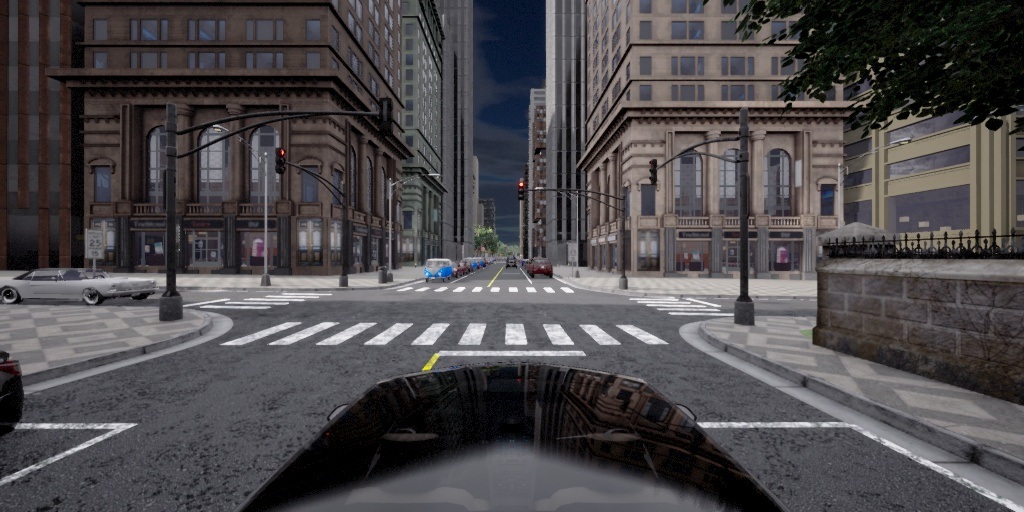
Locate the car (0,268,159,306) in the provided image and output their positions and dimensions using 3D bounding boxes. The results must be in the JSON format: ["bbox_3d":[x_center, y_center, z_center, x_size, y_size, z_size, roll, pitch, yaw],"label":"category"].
[{"bbox_3d":[-16.565,1.120,13.679,4.718,1.301,1.895,1,0,0],"label":"car"}]

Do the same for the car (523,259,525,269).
[{"bbox_3d":[2.688,1.092,39.341,2.192,1.841,5.009,0,0,0],"label":"car"}]

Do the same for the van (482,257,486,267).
[{"bbox_3d":[-5.881,1.151,61.081,1.690,1.789,3.998,0,0,0],"label":"van"}]

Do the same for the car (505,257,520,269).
[{"bbox_3d":[-0.063,1.312,59.091,1.837,1.490,4.892,0,0,1],"label":"car"}]

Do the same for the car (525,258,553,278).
[{"bbox_3d":[2.699,1.085,33.901,2.192,1.841,5.009,0,0,0],"label":"car"}]

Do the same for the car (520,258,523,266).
[{"bbox_3d":[2.656,1.352,55.663,2.007,1.370,4.403,0,0,0],"label":"car"}]

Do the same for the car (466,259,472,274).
[{"bbox_3d":[-5.837,1.322,39.316,1.888,1.381,4.507,0,0,0],"label":"car"}]

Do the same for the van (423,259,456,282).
[{"bbox_3d":[-5.816,1.105,28.434,1.690,1.789,3.998,0,0,0],"label":"van"}]

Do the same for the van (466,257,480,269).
[{"bbox_3d":[-5.859,1.134,50.198,1.690,1.789,3.998,0,0,0],"label":"van"}]

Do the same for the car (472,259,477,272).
[{"bbox_3d":[-5.848,1.351,44.757,1.948,1.339,4.313,0,0,0],"label":"car"}]

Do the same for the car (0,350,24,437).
[{"bbox_3d":[-5.763,1.316,1.777,1.948,1.339,4.313,0,0,0],"label":"car"}]

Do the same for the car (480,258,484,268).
[{"bbox_3d":[-5.870,1.347,55.640,1.888,1.381,4.507,0,0,0],"label":"car"}]

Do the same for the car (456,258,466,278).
[{"bbox_3d":[-5.826,1.210,33.875,1.967,1.591,4.097,0,0,0],"label":"car"}]
